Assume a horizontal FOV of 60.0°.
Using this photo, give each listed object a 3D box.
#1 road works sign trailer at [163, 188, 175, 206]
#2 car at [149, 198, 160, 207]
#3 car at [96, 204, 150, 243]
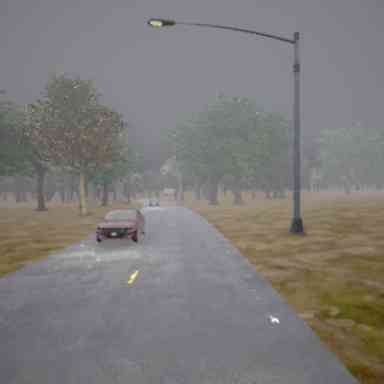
[{"bbox_3d":[-4.598,0.937,67.177,2.380,3.560,2.880,0,-1,-8],"label":"road works sign trailer"},{"bbox_3d":[-6.659,1.868,59.058,2.128,1.511,4.902,0,-1,-6],"label":"car"},{"bbox_3d":[-3.435,1.549,16.769,1.882,1.535,5.008,0,0,-2],"label":"car"}]
